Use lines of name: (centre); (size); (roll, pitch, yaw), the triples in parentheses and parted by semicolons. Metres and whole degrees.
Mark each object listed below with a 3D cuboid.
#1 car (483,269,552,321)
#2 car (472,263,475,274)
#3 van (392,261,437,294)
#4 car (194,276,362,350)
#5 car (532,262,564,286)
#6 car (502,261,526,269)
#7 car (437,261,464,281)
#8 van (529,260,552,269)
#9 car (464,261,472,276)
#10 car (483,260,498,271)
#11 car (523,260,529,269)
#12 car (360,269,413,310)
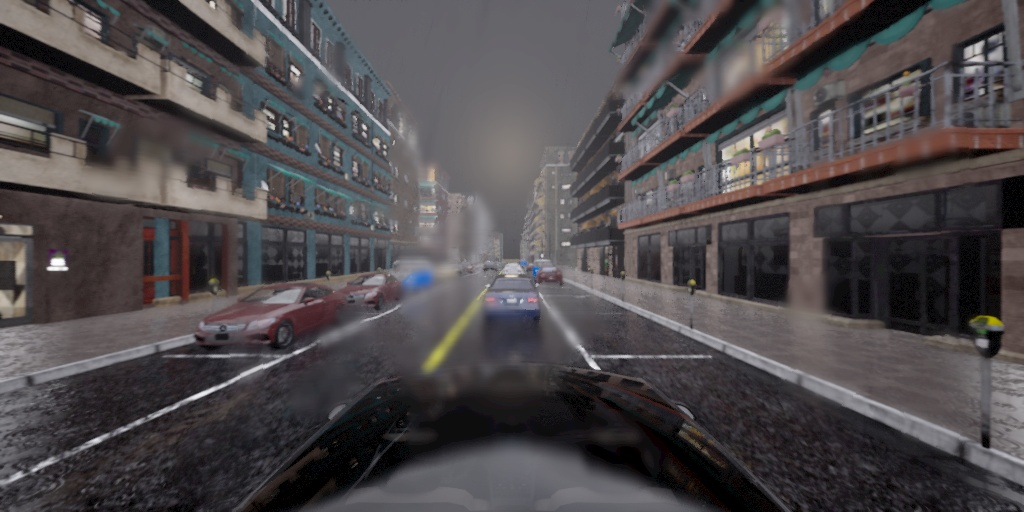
car: (0.043, 1.338, 12.641); (2.033, 1.411, 5.357); (0, 0, 1)
car: (-5.733, 1.382, 44.951); (1.967, 1.591, 4.097); (0, 0, 0)
van: (-5.691, 1.163, 20.457); (1.690, 1.789, 3.998); (0, 0, 0)
car: (-5.691, 1.358, 9.133); (1.802, 1.307, 4.207); (0, 0, 0)
car: (2.690, 1.393, 26.092); (1.888, 1.381, 4.507); (0, 0, 0)
car: (0.074, 1.402, 32.205); (1.812, 1.442, 4.674); (0, 0, 0)
car: (-5.691, 1.399, 31.609); (1.751, 1.417, 4.829); (0, 0, 0)
van: (2.690, 1.215, 31.752); (1.690, 1.789, 3.998); (0, 0, 0)
car: (-5.691, 1.468, 37.440); (1.948, 1.339, 4.313); (0, 0, 0)
car: (-3.045, 1.527, 51.450); (2.033, 1.411, 5.357); (0, 0, 1)
car: (2.798, 1.546, 48.732); (1.802, 1.307, 4.207); (0, 0, 0)
car: (-5.691, 1.381, 14.794); (1.802, 1.307, 4.207); (0, 0, 0)
